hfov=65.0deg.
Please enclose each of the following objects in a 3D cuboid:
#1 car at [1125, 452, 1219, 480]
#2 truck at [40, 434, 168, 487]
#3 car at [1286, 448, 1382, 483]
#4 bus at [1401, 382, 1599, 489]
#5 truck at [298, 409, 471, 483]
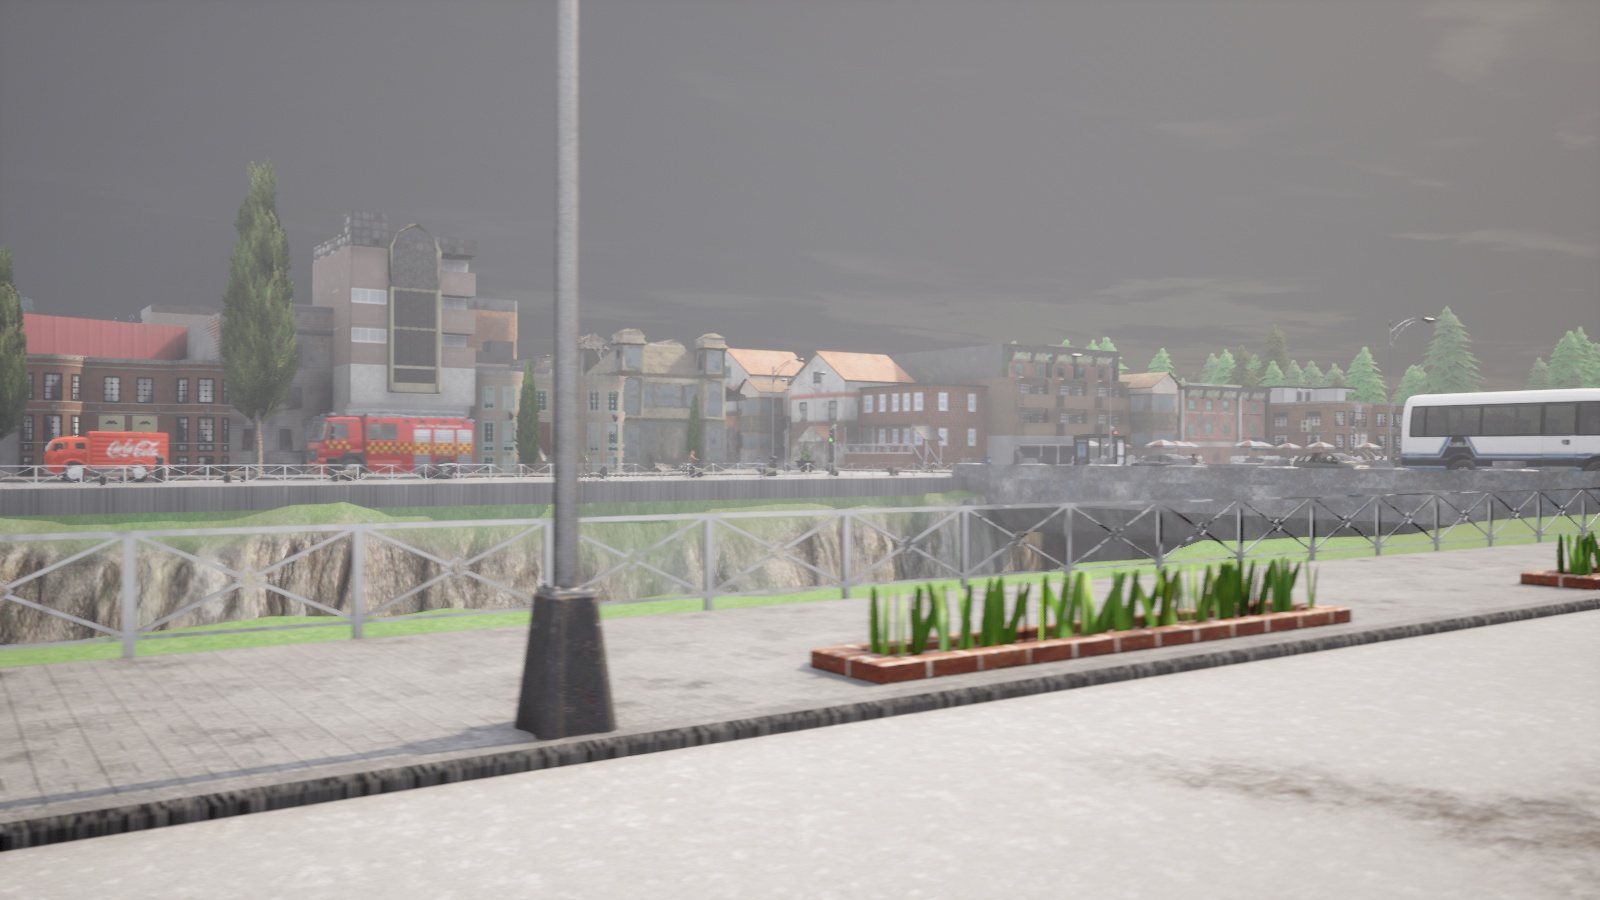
[{"bbox_3d":[20.583,0.877,69.639,1.837,1.490,4.892,0,0,-36],"label":"car"},{"bbox_3d":[-33.709,0.482,60.856,5.204,2.467,2.627,0,0,-34],"label":"truck"},{"bbox_3d":[26.191,0.739,61.730,1.851,1.617,3.988,0,0,-33],"label":"car"},{"bbox_3d":[31.754,-0.567,53.798,3.944,4.253,10.273,0,0,-33],"label":"bus"},{"bbox_3d":[-22.605,-0.204,68.604,8.468,3.827,2.891,0,0,-35],"label":"truck"}]
